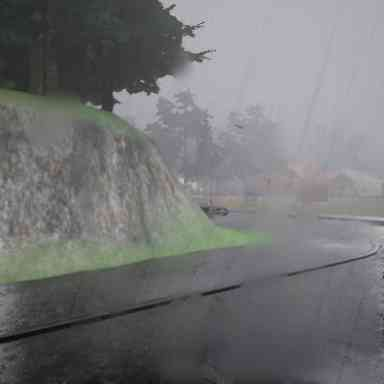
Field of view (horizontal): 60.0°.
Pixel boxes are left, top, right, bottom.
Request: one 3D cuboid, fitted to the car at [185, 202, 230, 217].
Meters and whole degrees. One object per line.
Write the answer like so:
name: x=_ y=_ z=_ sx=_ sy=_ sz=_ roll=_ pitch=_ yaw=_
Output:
car: x=1.355 y=1.562 z=30.592 sx=1.895 sy=1.301 sz=4.718 roll=0 pitch=0 yaw=-35
